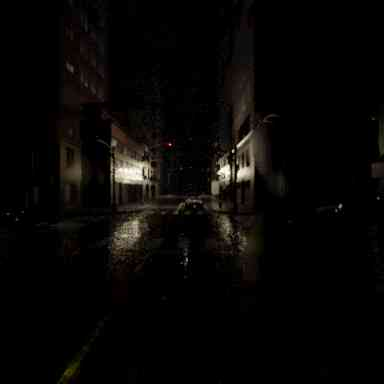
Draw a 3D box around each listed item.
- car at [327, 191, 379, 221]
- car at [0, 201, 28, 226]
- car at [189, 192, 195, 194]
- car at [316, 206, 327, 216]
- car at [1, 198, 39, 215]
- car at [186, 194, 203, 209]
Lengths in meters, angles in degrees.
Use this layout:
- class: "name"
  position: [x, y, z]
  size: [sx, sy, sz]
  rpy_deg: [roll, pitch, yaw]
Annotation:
- class: "car"
  position: [13.115, 0.981, 23.842]
  size: [5.566, 2.045, 2.150]
  rpy_deg: [0, 1, 1]
- class: "car"
  position: [-13.065, 1.390, 20.808]
  size: [4.718, 1.301, 1.895]
  rpy_deg: [0, 1, 4]
- class: "car"
  position: [-0.028, 0.766, 72.753]
  size: [1.812, 1.442, 4.674]
  rpy_deg: [0, 1, 0]
- class: "car"
  position: [12.412, 1.254, 26.420]
  size: [4.829, 1.417, 1.752]
  rpy_deg: [0, 1, 1]
- class: "car"
  position: [-14.612, 1.160, 26.690]
  size: [4.097, 1.590, 1.967]
  rpy_deg: [0, 1, 1]
- class: "car"
  position: [0.207, 1.224, 37.429]
  size: [1.895, 1.301, 4.718]
  rpy_deg: [0, 1, -1]
